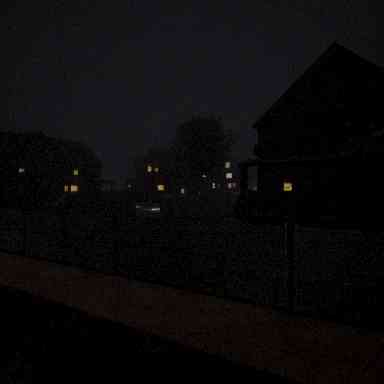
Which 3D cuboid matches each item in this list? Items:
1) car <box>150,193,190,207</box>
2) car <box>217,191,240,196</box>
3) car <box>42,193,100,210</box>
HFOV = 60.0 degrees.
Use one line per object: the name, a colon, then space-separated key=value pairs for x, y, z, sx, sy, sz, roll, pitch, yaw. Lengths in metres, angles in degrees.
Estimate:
car: x=-2.079 y=0.819 z=35.517 sx=2.033 sy=1.411 sz=5.357 roll=1 pitch=2 yaw=35
car: x=5.229 y=0.525 z=45.778 sx=2.033 sy=1.411 sz=5.357 roll=1 pitch=2 yaw=36
car: x=-9.230 y=0.915 z=25.404 sx=2.097 sy=1.767 sz=4.553 roll=1 pitch=2 yaw=35
